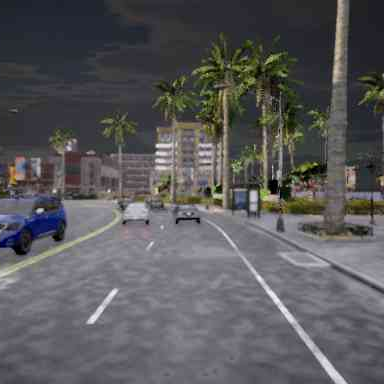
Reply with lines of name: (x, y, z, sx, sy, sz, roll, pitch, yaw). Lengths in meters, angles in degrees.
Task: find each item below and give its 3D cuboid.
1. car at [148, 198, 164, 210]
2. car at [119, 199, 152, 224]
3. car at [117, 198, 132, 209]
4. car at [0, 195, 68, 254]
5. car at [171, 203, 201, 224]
car: (-4.978, 1.480, 43.210, 2.128, 1.511, 4.902, 0, 0, -19)
car: (-4.067, 1.518, 24.674, 1.812, 1.442, 4.674, 0, 0, -7)
car: (-8.384, 1.480, 42.426, 2.128, 1.511, 4.902, 0, 0, -20)
car: (-7.004, 1.218, 13.737, 2.150, 2.045, 5.566, 0, 0, 0)
car: (-0.530, 1.540, 25.108, 2.033, 1.411, 5.357, 0, 0, -7)
